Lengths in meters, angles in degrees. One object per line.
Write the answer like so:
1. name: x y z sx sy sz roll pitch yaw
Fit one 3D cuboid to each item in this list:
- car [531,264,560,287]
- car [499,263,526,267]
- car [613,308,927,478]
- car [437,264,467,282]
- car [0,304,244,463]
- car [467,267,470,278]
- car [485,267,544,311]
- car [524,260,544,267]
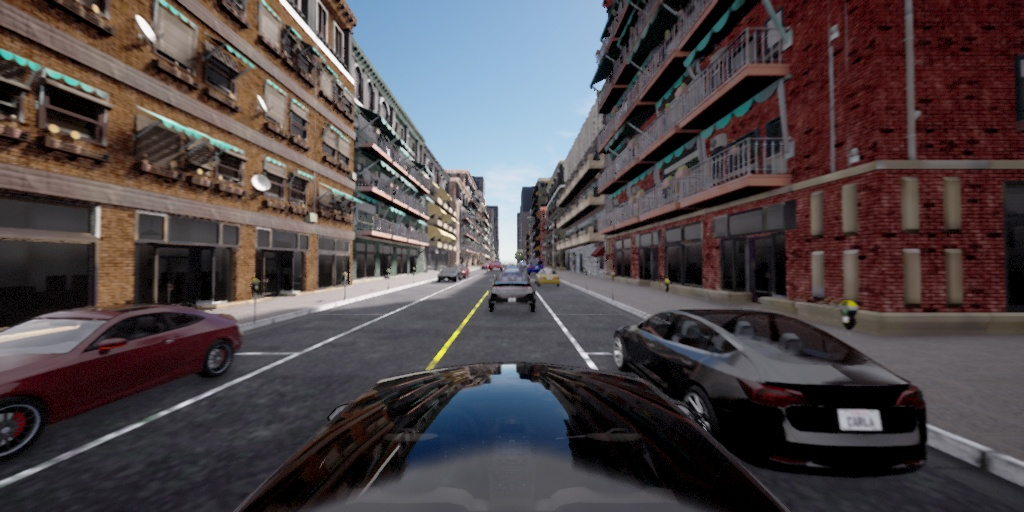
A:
1. car: 2.684 1.574 27.724 1.751 1.417 4.829 0 0 0
2. car: 0.021 1.612 30.737 1.812 1.442 4.674 0 0 1
3. car: 2.737 1.352 4.899 1.948 1.339 4.313 0 0 0
4. car: -5.698 1.682 33.217 1.948 1.339 4.313 0 0 0
5. car: -5.738 1.368 4.898 1.802 1.307 4.207 0 0 0
6. car: -5.700 1.625 38.877 1.967 1.591 4.097 0 0 0
7. car: 0.020 1.399 15.340 2.128 1.511 4.902 0 -1 1
8. car: 3.094 1.519 47.299 2.150 2.045 5.566 0 -1 0
